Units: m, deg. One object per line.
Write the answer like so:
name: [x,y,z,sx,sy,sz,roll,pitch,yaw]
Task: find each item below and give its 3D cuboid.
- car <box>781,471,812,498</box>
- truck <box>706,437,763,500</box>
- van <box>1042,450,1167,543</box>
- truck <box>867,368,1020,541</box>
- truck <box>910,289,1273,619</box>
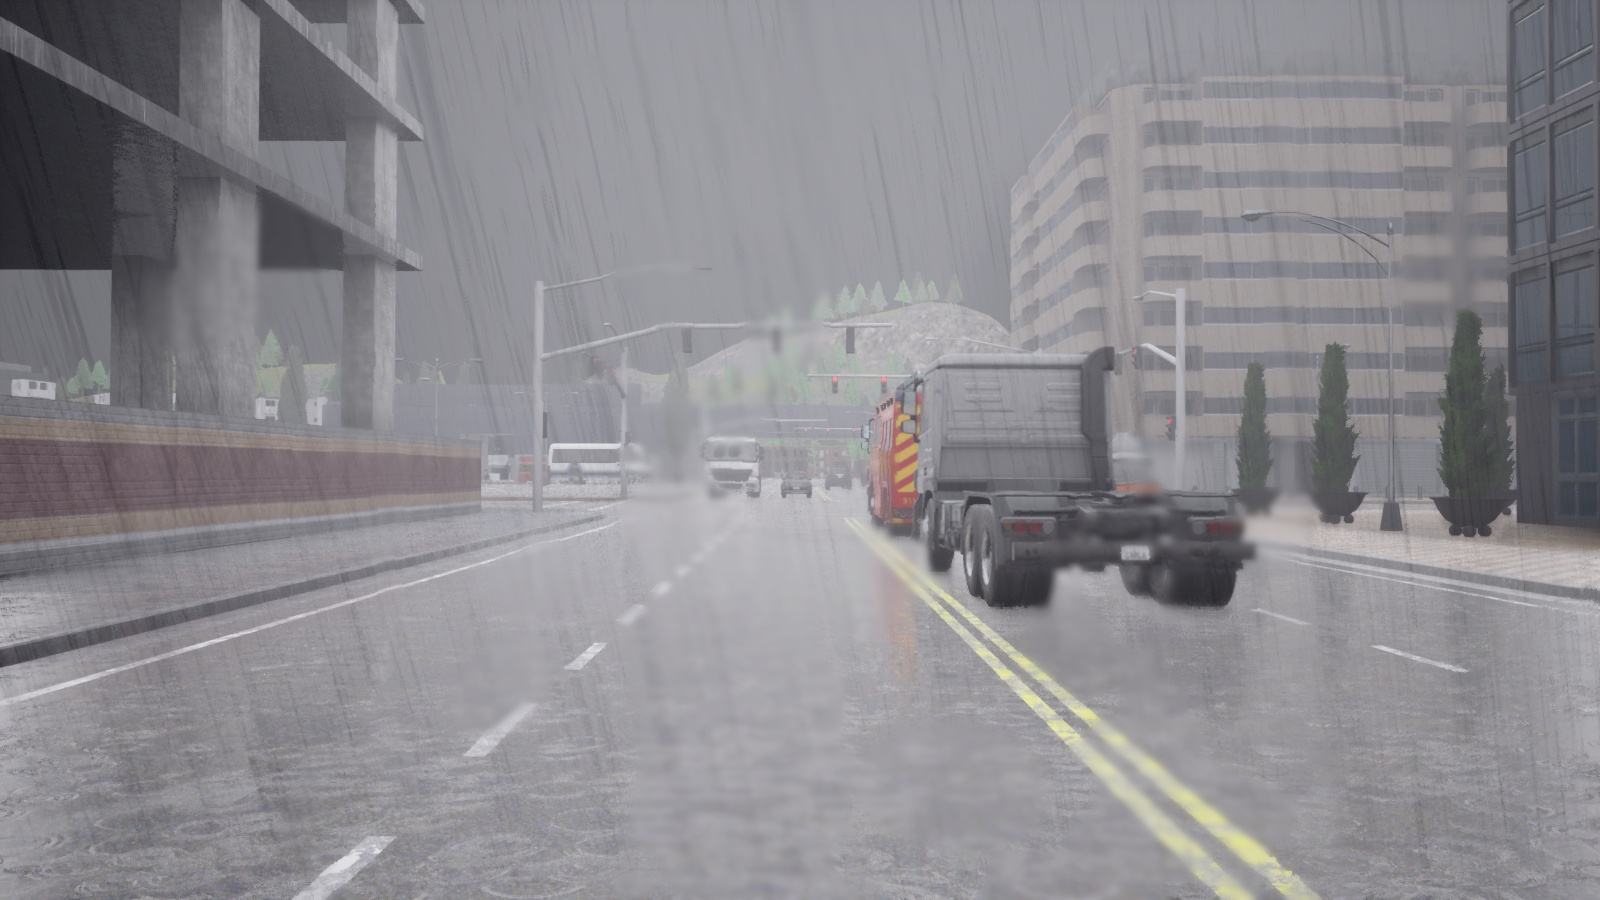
car: [-0.190,2.029,73.717,1.789,1.549,3.705,0,-1,0]
truck: [-3.691,1.064,72.659,2.891,3.462,7.936,0,-1,0]
van: [6.924,1.025,29.000,1.775,1.987,4.442,0,-1,0]
truck: [3.412,0.173,32.061,2.891,3.827,8.468,0,-1,0]
truck: [3.418,0.107,17.195,2.891,3.462,7.936,0,-1,-2]
